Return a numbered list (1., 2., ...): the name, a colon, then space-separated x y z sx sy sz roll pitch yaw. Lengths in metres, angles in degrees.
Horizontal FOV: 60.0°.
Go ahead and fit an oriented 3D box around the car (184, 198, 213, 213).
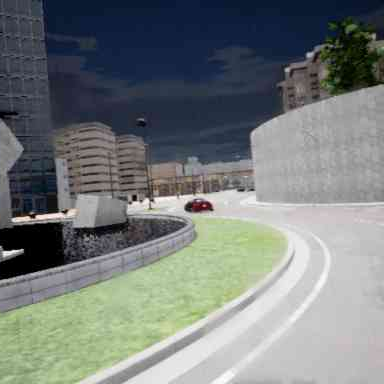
1. car: 0.587 1.340 33.717 1.994 1.385 4.181 -5 0 -18
